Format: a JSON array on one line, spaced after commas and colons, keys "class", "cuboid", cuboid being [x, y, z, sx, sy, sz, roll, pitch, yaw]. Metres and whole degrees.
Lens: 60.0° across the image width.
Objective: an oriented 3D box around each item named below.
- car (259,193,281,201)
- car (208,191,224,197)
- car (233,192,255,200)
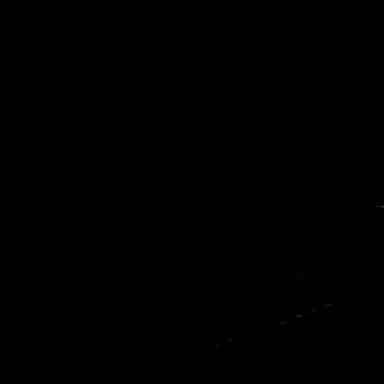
[{"class": "car", "cuboid": [14.284, 0.916, 61.300, 1.994, 1.385, 4.181, 1, 1, -35]}, {"class": "car", "cuboid": [5.389, 0.459, 74.070, 1.812, 1.442, 4.674, 1, 1, -35]}, {"class": "car", "cuboid": [9.778, 0.789, 62.885, 1.812, 1.442, 4.674, 1, 1, -34]}]
